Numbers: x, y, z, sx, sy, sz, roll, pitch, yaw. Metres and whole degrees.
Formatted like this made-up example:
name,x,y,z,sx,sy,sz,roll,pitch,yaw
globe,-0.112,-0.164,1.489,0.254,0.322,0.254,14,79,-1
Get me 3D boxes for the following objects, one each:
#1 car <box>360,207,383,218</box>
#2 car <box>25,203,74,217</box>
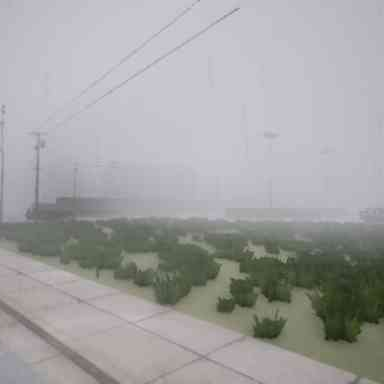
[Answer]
name,x,y,z,sx,sy,sz,roll,pitch,yaw
car,21.673,2.673,37.758,4.605,1.855,1.932,0,-2,44
car,-13.700,1.870,32.599,2.097,1.767,4.553,1,-2,36
